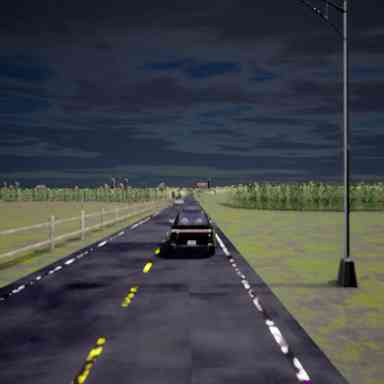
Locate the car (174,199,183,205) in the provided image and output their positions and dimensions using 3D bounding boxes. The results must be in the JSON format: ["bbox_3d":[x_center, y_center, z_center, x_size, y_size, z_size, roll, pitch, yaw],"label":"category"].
[{"bbox_3d":[-2.794,2.163,70.930,1.895,1.301,4.718,0,0,0],"label":"car"}]

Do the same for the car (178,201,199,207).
[{"bbox_3d":[-0.018,1.805,28.987,2.033,1.411,5.357,0,0,0],"label":"car"}]

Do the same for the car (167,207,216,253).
[{"bbox_3d":[-0.005,1.623,14.303,2.128,1.511,4.902,0,0,0],"label":"car"}]
